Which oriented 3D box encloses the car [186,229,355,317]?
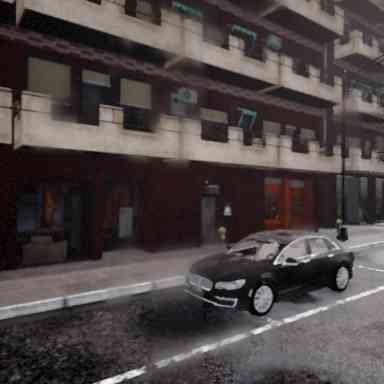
[{"bbox_3d":[1.905,1.562,7.413,4.403,1.369,2.008,0,1,-35],"label":"car"}]
